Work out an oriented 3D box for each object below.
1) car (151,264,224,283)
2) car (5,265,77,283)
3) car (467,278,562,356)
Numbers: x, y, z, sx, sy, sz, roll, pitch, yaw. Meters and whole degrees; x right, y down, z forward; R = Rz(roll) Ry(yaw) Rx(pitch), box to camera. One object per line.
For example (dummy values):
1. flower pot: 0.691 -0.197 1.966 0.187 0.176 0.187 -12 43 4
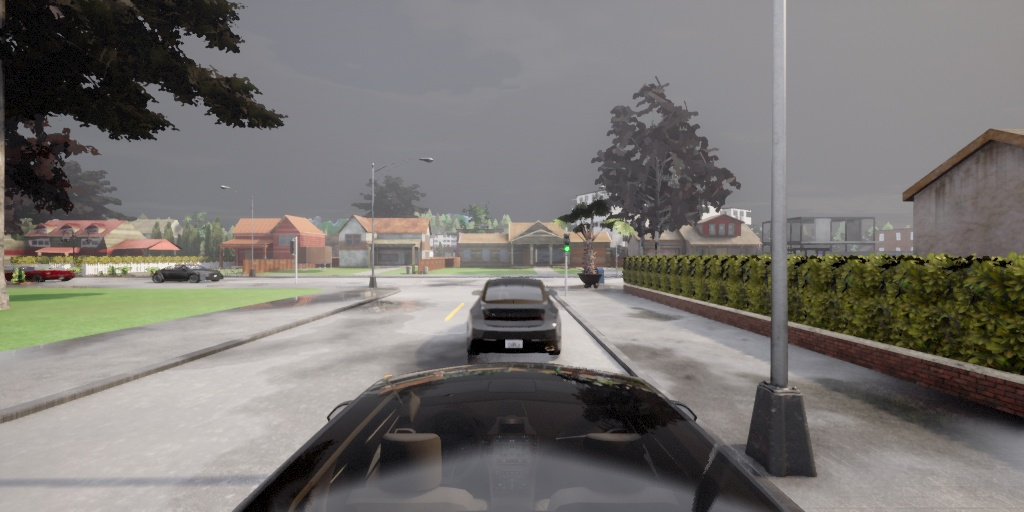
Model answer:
1. car: -24.180 1.314 26.815 4.181 1.385 1.994 0 0 0
2. car: -35.877 1.351 26.810 4.718 1.301 1.895 0 0 0
3. car: 0.058 1.256 8.596 1.837 1.490 4.892 0 0 1
